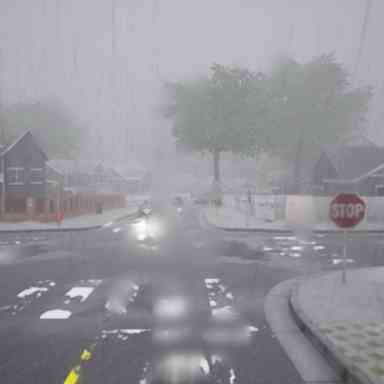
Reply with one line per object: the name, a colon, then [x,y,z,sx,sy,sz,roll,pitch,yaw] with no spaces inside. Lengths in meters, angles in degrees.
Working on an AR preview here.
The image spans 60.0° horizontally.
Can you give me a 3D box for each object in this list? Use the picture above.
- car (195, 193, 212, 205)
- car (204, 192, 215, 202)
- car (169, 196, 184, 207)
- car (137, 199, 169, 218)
car: [1.752,1.420,57.158,1.994,1.385,4.181,0,0,10]
car: [3.595,1.037,66.928,2.150,2.045,5.566,1,0,13]
car: [-2.339,1.367,47.701,1.837,1.490,4.892,0,0,7]
car: [-3.555,1.393,29.172,2.128,1.511,4.902,0,0,1]
